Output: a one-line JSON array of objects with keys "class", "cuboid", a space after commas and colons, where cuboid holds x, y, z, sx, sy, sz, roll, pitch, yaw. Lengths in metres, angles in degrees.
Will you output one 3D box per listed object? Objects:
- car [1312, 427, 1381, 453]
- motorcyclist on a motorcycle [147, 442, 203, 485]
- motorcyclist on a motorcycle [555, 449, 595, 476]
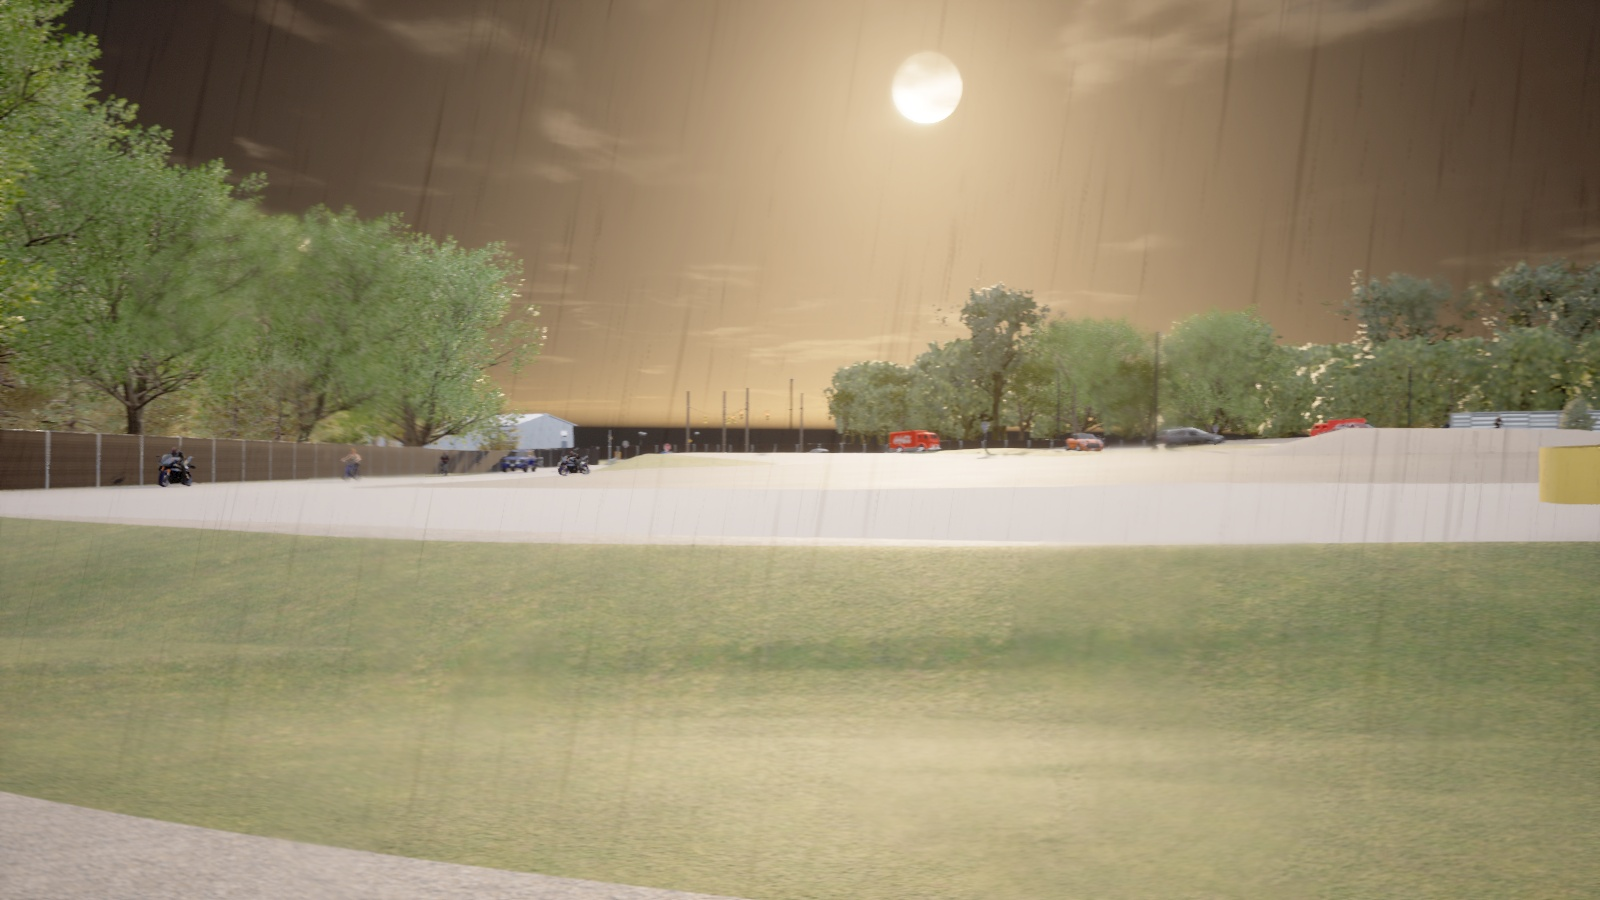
[{"class": "car", "cuboid": [34.663, -0.636, 79.653, 3.633, 1.501, 1.845, -1, 1, 39]}, {"class": "motorcyclist on a motorcycle", "cuboid": [-23.155, 0.487, 46.590, 0.866, 1.530, 2.191, 1, -1, 3]}, {"class": "motorcyclist on a motorcycle", "cuboid": [-13.522, 0.731, 75.514, 0.866, 1.530, 2.191, -3, 0, 44]}]
